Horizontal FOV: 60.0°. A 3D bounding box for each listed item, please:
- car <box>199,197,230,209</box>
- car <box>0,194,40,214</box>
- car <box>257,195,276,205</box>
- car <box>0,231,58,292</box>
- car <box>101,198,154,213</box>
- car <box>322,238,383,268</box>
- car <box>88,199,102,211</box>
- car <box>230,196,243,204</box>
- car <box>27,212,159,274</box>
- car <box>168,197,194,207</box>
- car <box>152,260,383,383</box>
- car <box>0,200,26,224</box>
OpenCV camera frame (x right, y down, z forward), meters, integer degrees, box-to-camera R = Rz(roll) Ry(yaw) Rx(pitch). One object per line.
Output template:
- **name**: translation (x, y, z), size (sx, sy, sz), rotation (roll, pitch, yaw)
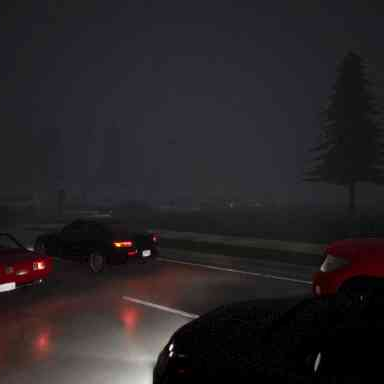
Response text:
- **car**: translation (2.912, 1.477, 46.706), size (1.882, 1.535, 5.008), rotation (0, 0, 37)
- **car**: translation (-17.298, 1.222, 31.412), size (2.150, 2.045, 5.566), rotation (0, 0, 39)
- **car**: translation (13.691, 1.349, 61.081), size (2.097, 1.767, 4.553), rotation (0, 0, 37)
- **car**: translation (-5.450, 1.601, 7.916), size (4.718, 1.301, 1.895), rotation (0, 0, 36)
- **car**: translation (-6.291, 1.547, 34.311), size (2.033, 1.411, 5.357), rotation (0, 0, 37)
- **car**: translation (4.755, 1.221, 4.873), size (5.566, 2.045, 2.150), rotation (0, 0, 36)
- **car**: translation (-10.429, 1.526, 40.478), size (1.812, 1.442, 4.674), rotation (0, 0, 37)
- **car**: translation (8.330, 1.534, 65.593), size (1.837, 1.490, 4.892), rotation (0, 0, 37)
- **car**: translation (-3.115, 1.526, 10.545), size (4.674, 1.442, 1.812), rotation (0, 0, 36)
- **car**: translation (-1.740, 1.477, 52.181), size (1.882, 1.535, 5.008), rotation (0, 0, 37)
- **car**: translation (1.662, 1.564, 2.795), size (4.181, 1.385, 1.994), rotation (0, 0, 36)
- **car**: translation (-14.446, 1.525, 23.023), size (1.812, 1.442, 4.674), rotation (0, 0, 35)
